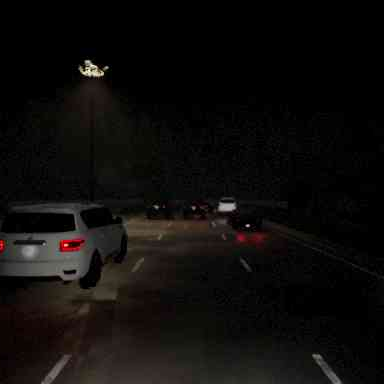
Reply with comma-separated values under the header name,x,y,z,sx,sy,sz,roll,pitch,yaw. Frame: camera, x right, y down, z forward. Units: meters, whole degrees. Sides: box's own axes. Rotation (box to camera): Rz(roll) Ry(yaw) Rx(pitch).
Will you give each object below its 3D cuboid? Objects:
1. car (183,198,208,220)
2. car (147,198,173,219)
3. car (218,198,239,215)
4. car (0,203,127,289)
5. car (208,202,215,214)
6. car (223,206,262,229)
name,x,y,z,sx,sy,sz,roll,pitch,yaw
car,0.265,1.617,33.262,2.150,2.045,5.566,0,-1,2
car,-3.216,1.630,34.324,2.150,2.045,5.566,0,-1,3
car,4.405,1.696,39.814,2.150,2.045,5.566,0,-1,10
car,-3.404,1.337,9.672,2.150,2.045,5.566,0,-1,0
car,1.757,2.011,43.647,2.128,1.511,4.902,0,-1,13
car,3.592,1.882,23.611,1.895,1.301,4.718,0,-1,0
